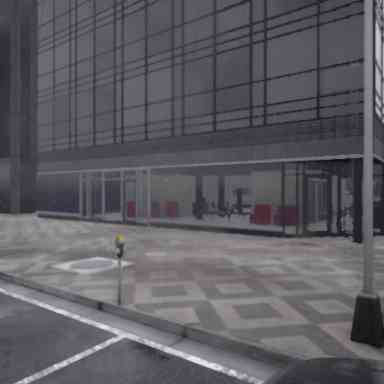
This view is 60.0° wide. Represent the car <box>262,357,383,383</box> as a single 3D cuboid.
[{"bbox_3d":[2.242,1.552,1.364,4.403,1.369,2.008,0,0,35],"label":"car"}]
